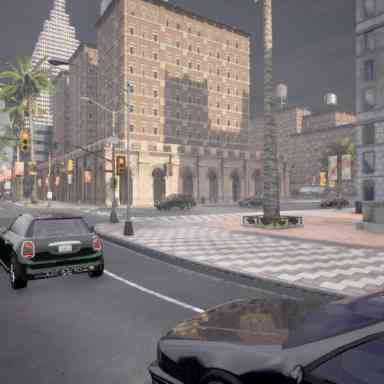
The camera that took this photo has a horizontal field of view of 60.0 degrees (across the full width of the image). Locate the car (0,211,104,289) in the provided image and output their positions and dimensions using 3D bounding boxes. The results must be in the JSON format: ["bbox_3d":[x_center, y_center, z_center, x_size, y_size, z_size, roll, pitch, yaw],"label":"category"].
[{"bbox_3d":[-4.247,1.352,9.553,2.097,1.767,4.553,0,0,-36],"label":"car"}]

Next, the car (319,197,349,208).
[{"bbox_3d":[20.643,1.601,48.178,4.718,1.301,1.895,0,0,-33],"label":"car"}]

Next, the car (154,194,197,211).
[{"bbox_3d":[-2.037,1.221,41.942,5.566,2.045,2.150,0,0,-33],"label":"car"}]

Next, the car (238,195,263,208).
[{"bbox_3d":[8.937,1.506,49.114,4.892,1.490,1.837,0,0,-33],"label":"car"}]

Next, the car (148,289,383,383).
[{"bbox_3d":[2.135,1.547,2.552,5.357,1.411,2.033,0,0,37],"label":"car"}]

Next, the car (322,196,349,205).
[{"bbox_3d":[26.057,1.548,60.341,5.357,1.411,2.033,0,0,-33],"label":"car"}]
